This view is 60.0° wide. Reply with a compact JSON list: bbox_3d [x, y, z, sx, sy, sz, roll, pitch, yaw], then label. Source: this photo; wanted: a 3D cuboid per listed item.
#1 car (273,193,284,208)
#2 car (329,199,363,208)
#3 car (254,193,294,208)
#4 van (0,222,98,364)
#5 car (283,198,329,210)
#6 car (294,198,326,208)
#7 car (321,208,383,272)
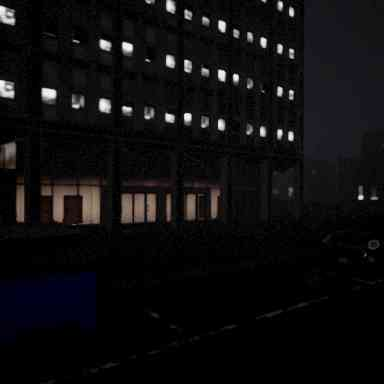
[{"bbox_3d":[10.781,1.279,45.271,2.192,1.841,5.009,1,0,-35],"label":"car"},{"bbox_3d":[20.725,1.584,45.612,1.752,1.417,4.829,1,0,-35],"label":"car"},{"bbox_3d":[11.830,1.199,48.309,2.150,2.045,5.566,1,0,-35],"label":"car"},{"bbox_3d":[-3.248,1.340,4.236,3.998,1.788,1.690,0,0,-35],"label":"van"},{"bbox_3d":[13.923,1.538,40.713,2.008,1.369,4.403,1,0,-35],"label":"car"},{"bbox_3d":[17.676,1.618,50.029,1.802,1.307,4.206,1,0,-35],"label":"car"},{"bbox_3d":[6.020,1.476,10.846,4.097,1.590,1.967,0,0,-35],"label":"car"}]
